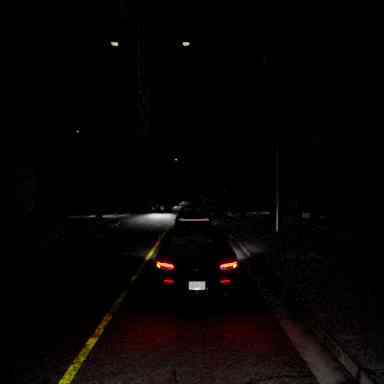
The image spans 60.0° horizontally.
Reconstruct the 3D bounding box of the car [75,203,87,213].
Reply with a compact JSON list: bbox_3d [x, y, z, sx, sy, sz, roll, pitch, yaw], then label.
[{"bbox_3d":[-14.404,1.687,37.465,4.829,1.417,1.752,-1,0,0],"label":"car"}]

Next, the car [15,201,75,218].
[{"bbox_3d":[-14.082,1.710,31.541,4.718,1.301,1.895,-1,0,-1],"label":"car"}]

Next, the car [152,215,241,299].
[{"bbox_3d":[0.095,1.526,8.306,1.812,1.442,4.674,0,0,0],"label":"car"}]

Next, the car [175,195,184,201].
[{"bbox_3d":[-3.020,1.465,82.587,2.128,1.511,4.902,0,0,0],"label":"car"}]

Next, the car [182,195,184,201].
[{"bbox_3d":[-3.036,1.472,67.346,1.837,1.490,4.892,0,0,0],"label":"car"}]

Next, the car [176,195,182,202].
[{"bbox_3d":[-3.107,1.544,52.596,1.994,1.385,4.181,0,0,0],"label":"car"}]

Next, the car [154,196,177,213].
[{"bbox_3d":[-3.112,1.486,37.047,2.128,1.511,4.902,0,0,0],"label":"car"}]

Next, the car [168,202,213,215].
[{"bbox_3d":[0.097,1.491,17.671,2.128,1.511,4.902,0,0,1],"label":"car"}]

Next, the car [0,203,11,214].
[{"bbox_3d":[-19.858,1.761,37.433,4.507,1.381,1.887,-1,0,0],"label":"car"}]
